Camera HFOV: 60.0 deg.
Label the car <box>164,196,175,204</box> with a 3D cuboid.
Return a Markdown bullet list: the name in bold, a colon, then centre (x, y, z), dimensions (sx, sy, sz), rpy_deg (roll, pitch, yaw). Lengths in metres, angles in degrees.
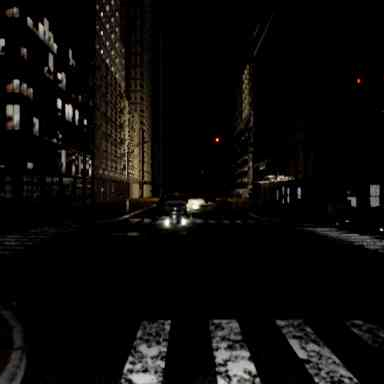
- **car**: centre (-4.258, 1.539, 63.903), dimensions (1.947, 1.339, 4.313), rpy_deg (0, 0, 0)

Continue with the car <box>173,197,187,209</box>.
- **car**: centre (-1.666, 1.519, 46.278), dimensions (1.812, 1.442, 4.674), rpy_deg (0, 0, 0)

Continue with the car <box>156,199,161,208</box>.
- **car**: centre (-4.146, 1.574, 47.320), dimensions (1.802, 1.307, 4.206), rpy_deg (0, 0, 0)

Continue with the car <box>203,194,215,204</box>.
- **car**: centre (3.623, 1.288, 63.956), dimensions (2.192, 1.841, 5.009), rpy_deg (0, 0, 0)

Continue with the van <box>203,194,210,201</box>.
- **van**: centre (3.510, 1.290, 80.539), dimensions (1.690, 1.788, 3.998), rpy_deg (0, 0, 0)

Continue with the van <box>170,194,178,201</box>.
- **van**: centre (-4.370, 1.290, 80.485), dimensions (1.690, 1.788, 3.998), rpy_deg (0, 0, 0)

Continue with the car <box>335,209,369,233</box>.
- **car**: centre (11.407, 1.748, 20.674), dimensions (4.674, 1.442, 1.812), rpy_deg (1, 0, 1)

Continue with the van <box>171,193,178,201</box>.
- **van**: centre (-4.407, 1.282, 86.013), dimensions (1.690, 1.788, 3.998), rpy_deg (0, 0, 0)

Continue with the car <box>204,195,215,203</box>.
- **car**: centre (3.585, 1.405, 69.484), dimensions (1.967, 1.590, 4.097), rpy_deg (0, 0, 0)

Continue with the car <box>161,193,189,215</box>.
- **car**: centre (-1.584, 1.226, 33.784), dimensions (2.150, 2.045, 5.566), rpy_deg (0, 0, 0)

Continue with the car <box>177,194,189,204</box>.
- **car**: centre (-1.729, 1.326, 63.097), dimensions (2.097, 1.767, 4.553), rpy_deg (0, 0, 0)

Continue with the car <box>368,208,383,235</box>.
- **car**: centre (12.207, 1.744, 17.294), dimensions (4.892, 1.490, 1.837), rpy_deg (1, 0, -3)

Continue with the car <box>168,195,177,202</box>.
- **car**: centre (-4.333, 1.397, 74.958), dimensions (1.967, 1.590, 4.097), rpy_deg (0, 0, 0)

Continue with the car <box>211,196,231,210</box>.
- **car**: centre (3.821, 1.563, 41.848), dimensions (1.947, 1.339, 4.313), rpy_deg (0, 0, 0)
